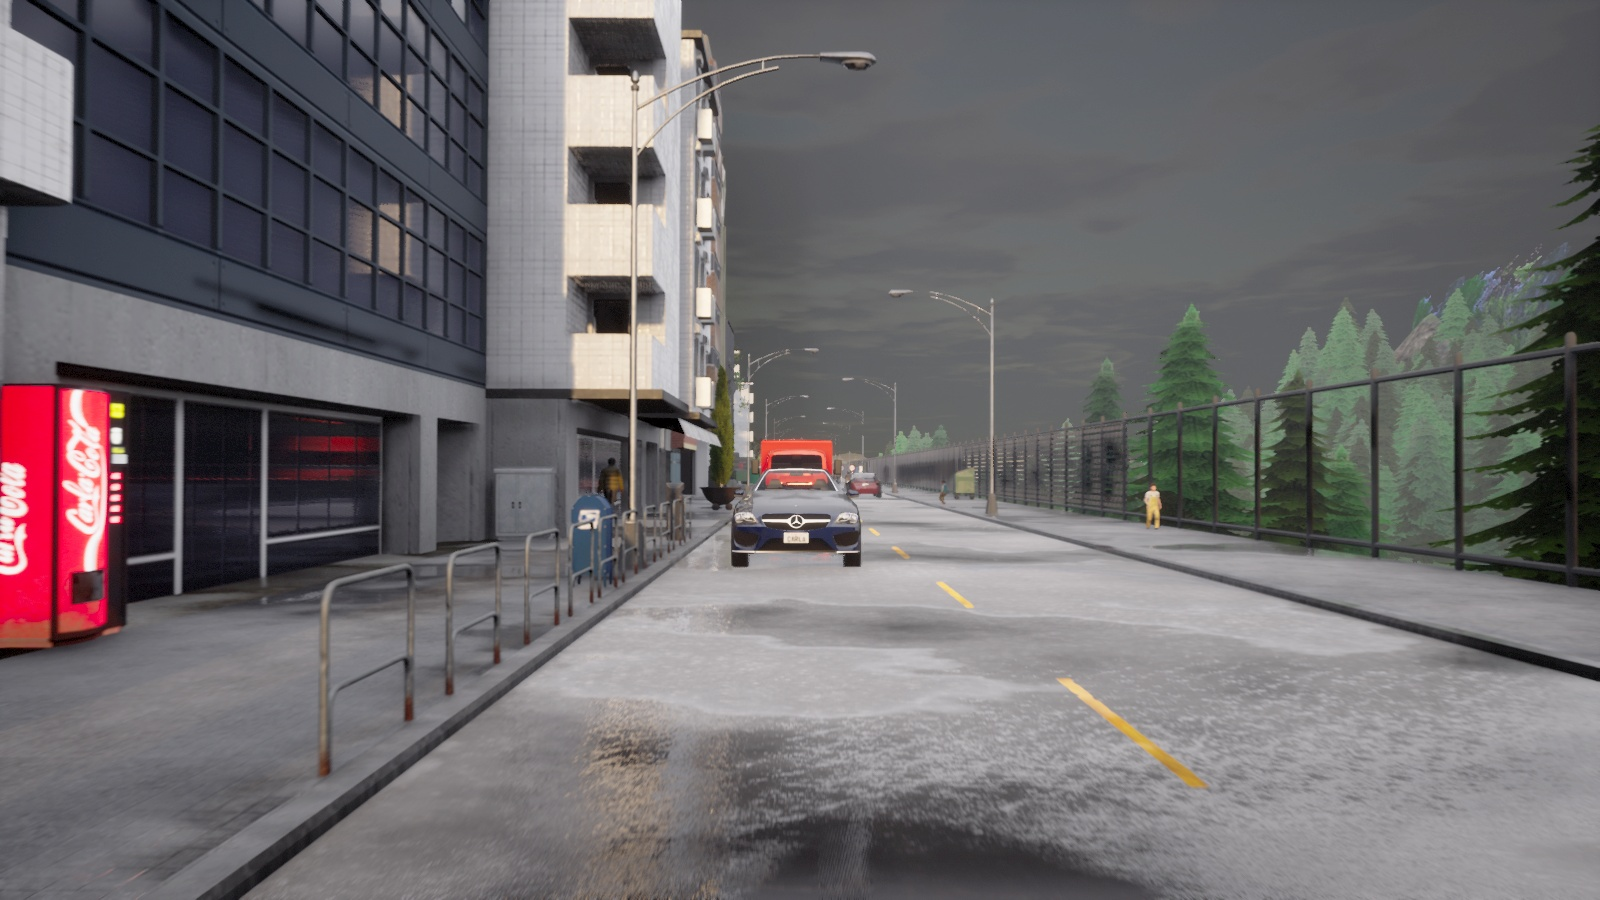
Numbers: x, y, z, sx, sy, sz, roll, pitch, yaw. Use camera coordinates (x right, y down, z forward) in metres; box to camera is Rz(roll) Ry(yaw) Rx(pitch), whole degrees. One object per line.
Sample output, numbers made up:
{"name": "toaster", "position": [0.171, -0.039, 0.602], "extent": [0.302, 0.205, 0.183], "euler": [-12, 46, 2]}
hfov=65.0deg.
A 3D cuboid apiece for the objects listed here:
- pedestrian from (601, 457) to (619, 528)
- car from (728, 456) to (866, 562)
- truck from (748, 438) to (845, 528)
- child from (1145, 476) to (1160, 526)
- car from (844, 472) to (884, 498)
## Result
{"name": "pedestrian", "position": [-4.972, 1.095, 32.886], "extent": [0.370, 1.835, 0.726], "euler": [0, -1, 0]}
{"name": "car", "position": [-0.058, 0.964, 22.119], "extent": [2.152, 1.651, 5.027], "euler": [0, -1, 0]}
{"name": "truck", "position": [-0.097, 0.946, 36.925], "extent": [2.627, 2.467, 5.204], "euler": [0, -1, 0]}
{"name": "child", "position": [9.003, 1.306, 32.092], "extent": [0.270, 1.263, 0.437], "euler": [0, -1, 1]}
{"name": "car", "position": [3.806, 2.059, 75.281], "extent": [2.163, 1.488, 4.792], "euler": [0, -1, 0]}
